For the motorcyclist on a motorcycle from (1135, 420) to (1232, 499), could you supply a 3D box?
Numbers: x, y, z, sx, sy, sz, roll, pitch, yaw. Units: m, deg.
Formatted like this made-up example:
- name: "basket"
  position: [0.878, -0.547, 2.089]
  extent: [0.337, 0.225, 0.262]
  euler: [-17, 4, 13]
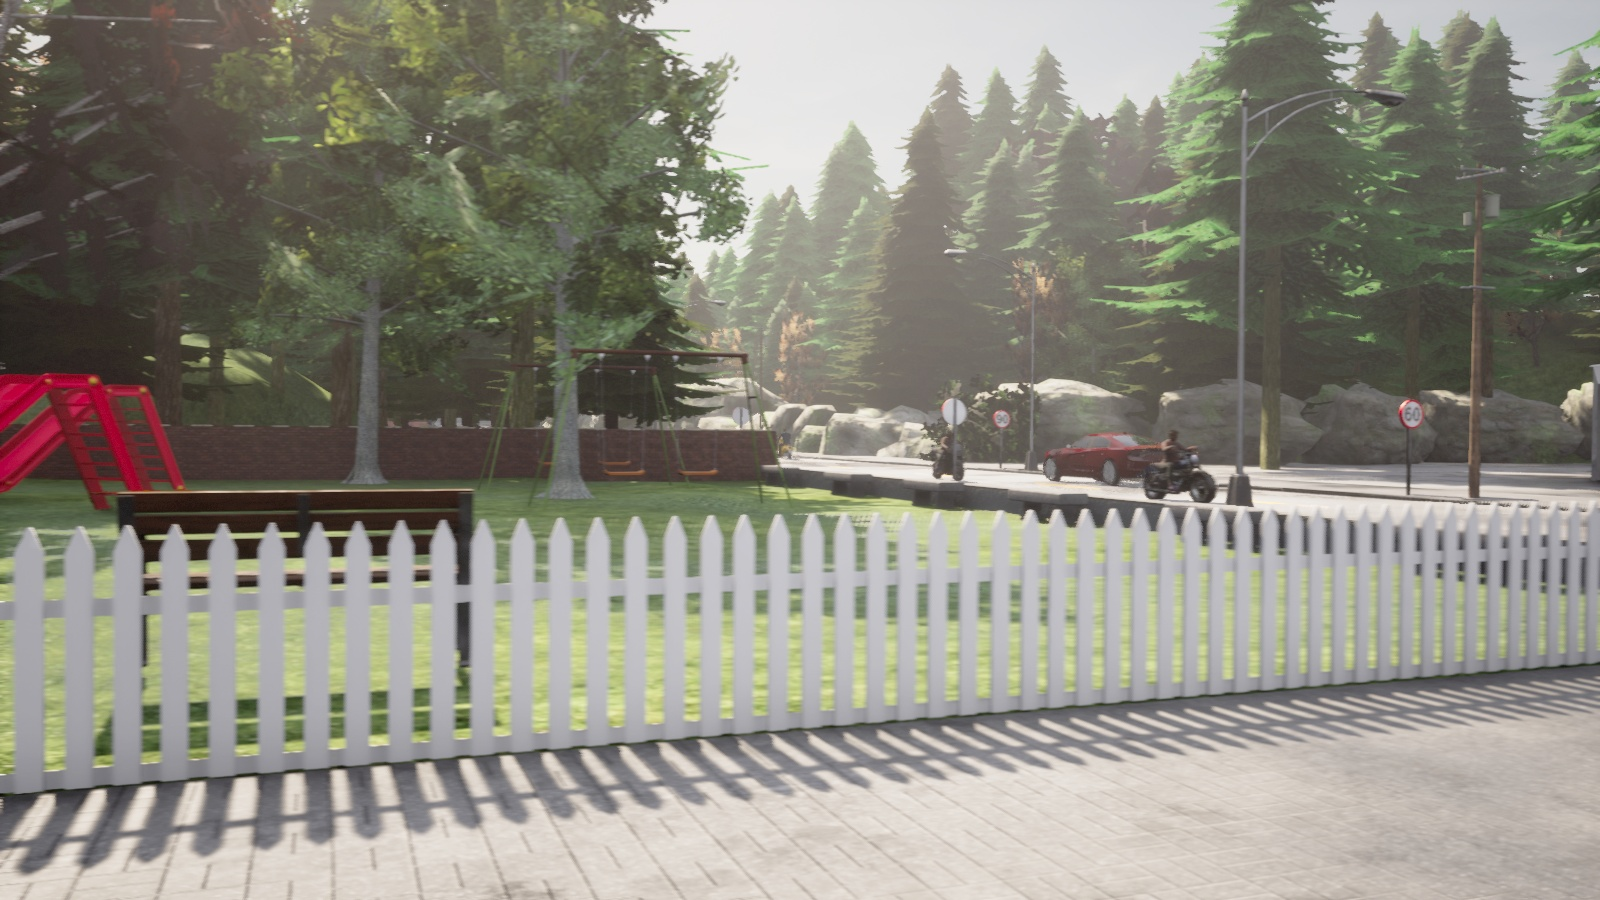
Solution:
- name: "motorcyclist on a motorcycle"
  position: [8.387, 0.175, 27.581]
  extent: [0.766, 1.649, 2.350]
  euler: [-1, 1, -21]

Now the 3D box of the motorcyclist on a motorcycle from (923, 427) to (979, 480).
- name: "motorcyclist on a motorcycle"
  position: [4.515, 0.084, 37.732]
  extent: [0.797, 1.523, 2.044]
  euler: [-1, 1, -21]

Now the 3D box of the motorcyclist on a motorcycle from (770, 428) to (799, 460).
- name: "motorcyclist on a motorcycle"
  position: [-0.789, -0.304, 62.888]
  extent: [0.866, 1.590, 1.817]
  euler: [-1, 1, -21]

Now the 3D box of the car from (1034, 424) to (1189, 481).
- name: "car"
  position: [9.064, 0.034, 37.028]
  extent: [1.882, 1.535, 5.008]
  euler: [-1, 1, -21]
